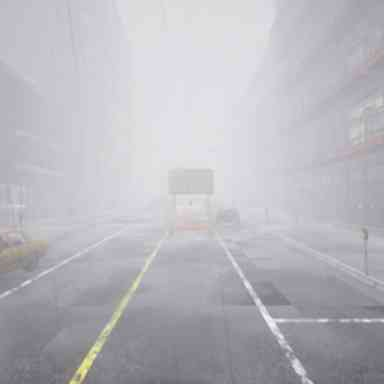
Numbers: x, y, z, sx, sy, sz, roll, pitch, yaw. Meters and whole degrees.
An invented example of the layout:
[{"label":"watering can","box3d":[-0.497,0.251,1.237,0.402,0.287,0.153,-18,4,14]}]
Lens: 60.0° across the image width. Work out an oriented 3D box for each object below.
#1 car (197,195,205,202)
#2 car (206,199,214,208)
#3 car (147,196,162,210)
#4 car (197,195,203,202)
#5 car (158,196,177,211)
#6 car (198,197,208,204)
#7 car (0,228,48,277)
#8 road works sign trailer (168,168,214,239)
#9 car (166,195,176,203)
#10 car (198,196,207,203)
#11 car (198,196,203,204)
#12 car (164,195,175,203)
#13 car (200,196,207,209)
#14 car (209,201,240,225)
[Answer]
[{"label":"car","box3d":[2.395,1.792,91.437,2.192,1.841,5.009,1,0,0]},{"label":"car","box3d":[2.531,1.638,30.770,1.752,1.417,4.829,1,0,0]},{"label":"car","box3d":[-5.377,1.719,47.069,1.752,1.417,4.829,2,0,0]},{"label":"car","box3d":[2.463,1.868,69.313,1.887,1.381,4.507,1,0,0]},{"label":"car","box3d":[-2.915,1.674,42.524,1.837,1.490,4.892,0,0,0]},{"label":"car","box3d":[2.453,1.904,74.843,1.887,1.381,4.507,1,0,0]},{"label":"car","box3d":[-5.308,1.551,8.362,1.752,1.417,4.829,2,0,0]},{"label":"road works sign trailer","box3d":[-0.041,0.523,17.754,2.380,3.560,2.880,0,0,0]},{"label":"car","box3d":[-5.441,1.752,85.952,2.192,1.841,5.009,1,0,0]},{"label":"car","box3d":[2.454,1.838,80.375,1.967,1.590,4.097,1,0,0]},{"label":"car","box3d":[2.492,1.775,52.721,2.008,1.369,4.403,1,0,0]},{"label":"car","box3d":[-5.431,1.712,80.423,2.192,1.841,5.009,1,0,0]},{"label":"car","box3d":[2.502,1.740,47.189,1.887,1.381,4.507,1,0,0]},{"label":"car","box3d":[2.541,1.633,25.068,1.887,1.381,4.507,1,0,0]}]
